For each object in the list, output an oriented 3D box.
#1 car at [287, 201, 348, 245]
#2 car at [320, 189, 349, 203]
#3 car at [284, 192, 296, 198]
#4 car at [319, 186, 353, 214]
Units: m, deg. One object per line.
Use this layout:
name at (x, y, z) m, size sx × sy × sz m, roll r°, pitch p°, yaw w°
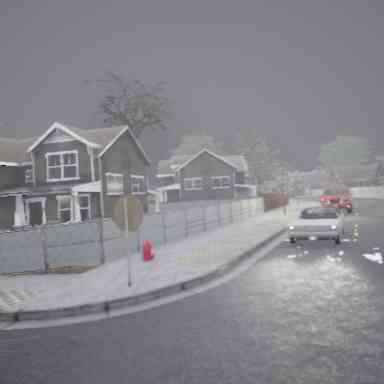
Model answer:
car at (5.305, 1.309, 13.976) m, size 1.895 × 1.301 × 4.718 m, roll -4°, pitch 0°, yaw 27°
car at (17.896, 0.521, 41.934) m, size 1.882 × 1.535 × 5.008 m, roll -3°, pitch 0°, yaw 6°
car at (19.433, 0.622, 67.058) m, size 2.033 × 1.411 × 5.357 m, roll -3°, pitch -1°, yaw 3°
car at (11.586, 0.580, 26.640) m, size 2.150 × 2.045 × 5.566 m, roll -4°, pitch 0°, yaw 27°
